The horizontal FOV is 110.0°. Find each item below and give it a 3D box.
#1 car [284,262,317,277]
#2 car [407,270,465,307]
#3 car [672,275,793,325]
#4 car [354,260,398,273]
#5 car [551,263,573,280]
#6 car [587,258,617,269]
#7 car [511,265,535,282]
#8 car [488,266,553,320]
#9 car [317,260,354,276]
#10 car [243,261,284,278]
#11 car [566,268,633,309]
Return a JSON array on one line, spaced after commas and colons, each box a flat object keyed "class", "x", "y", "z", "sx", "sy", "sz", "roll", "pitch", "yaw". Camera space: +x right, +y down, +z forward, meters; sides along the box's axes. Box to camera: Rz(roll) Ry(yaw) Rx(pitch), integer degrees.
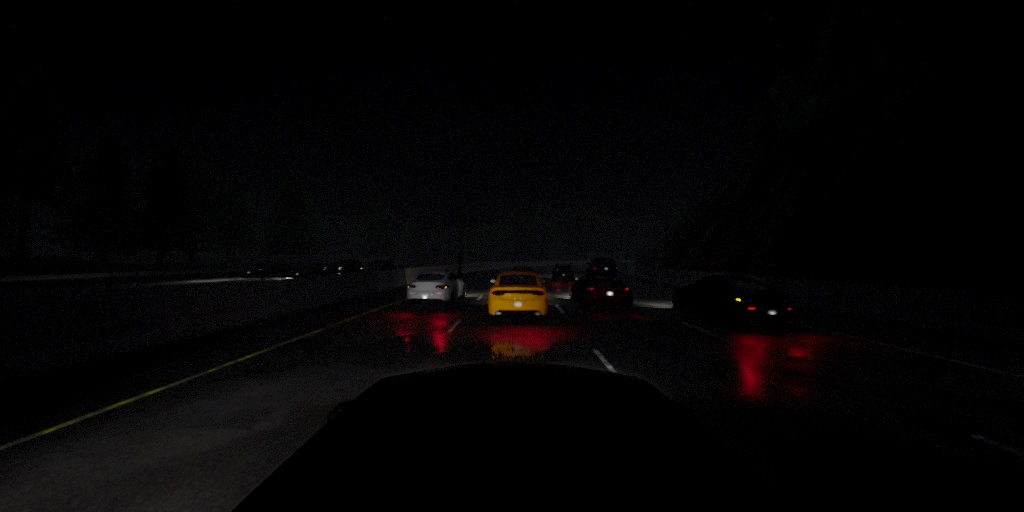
[{"class": "car", "x": -19.809, "y": 1.339, "z": 36.174, "sx": 2.033, "sy": 1.411, "sz": 5.357, "roll": 0, "pitch": 0, "yaw": 6}, {"class": "car", "x": -3.243, "y": 1.325, "z": 15.812, "sx": 1.812, "sy": 1.442, "sz": 4.674, "roll": 0, "pitch": 0, "yaw": 1}, {"class": "car", "x": 7.204, "y": 1.377, "z": 12.185, "sx": 1.812, "sy": 1.442, "sz": 4.674, "roll": 0, "pitch": 0, "yaw": 1}, {"class": "car", "x": -12.899, "y": 1.183, "z": 34.904, "sx": 2.097, "sy": 1.767, "sz": 4.553, "roll": 0, "pitch": 0, "yaw": 6}, {"class": "car", "x": 4.691, "y": 1.433, "z": 33.262, "sx": 2.128, "sy": 1.511, "sz": 4.902, "roll": 0, "pitch": 0, "yaw": 5}, {"class": "car", "x": 8.119, "y": 1.183, "z": 32.607, "sx": 2.150, "sy": 2.045, "sz": 5.566, "roll": 0, "pitch": 0, "yaw": 5}, {"class": "car", "x": 1.031, "y": 1.511, "z": 31.876, "sx": 1.895, "sy": 1.301, "sz": 4.718, "roll": 0, "pitch": 0, "yaw": 5}, {"class": "car", "x": 0.213, "y": 1.286, "z": 13.020, "sx": 1.882, "sy": 1.535, "sz": 5.008, "roll": 0, "pitch": 0, "yaw": 1}, {"class": "car", "x": -16.401, "y": 1.160, "z": 35.049, "sx": 2.097, "sy": 1.767, "sz": 4.553, "roll": 0, "pitch": 0, "yaw": 6}, {"class": "car", "x": -23.465, "y": 1.252, "z": 34.713, "sx": 2.128, "sy": 1.511, "sz": 4.902, "roll": 0, "pitch": 0, "yaw": 5}, {"class": "car", "x": 3.754, "y": 1.410, "z": 15.606, "sx": 1.994, "sy": 1.385, "sz": 4.181, "roll": 0, "pitch": 0, "yaw": 1}]
